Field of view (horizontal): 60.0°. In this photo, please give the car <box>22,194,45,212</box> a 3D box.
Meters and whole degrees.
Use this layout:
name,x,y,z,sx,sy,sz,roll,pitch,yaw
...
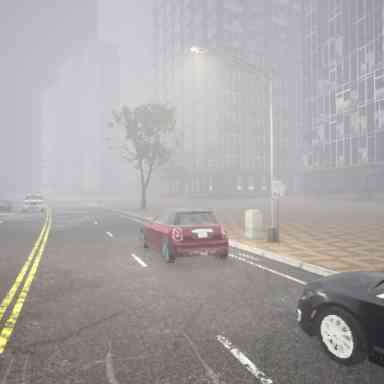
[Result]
name,x,y,z,sx,sy,sz,roll,pitch,yaw
car,-18.696,1.263,39.340,2.150,2.045,5.566,0,0,-24

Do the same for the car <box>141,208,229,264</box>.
name,x,y,z,sx,sy,sz,roll,pitch,yaw
car,-0.463,1.356,12.262,2.097,1.767,4.553,0,0,-22

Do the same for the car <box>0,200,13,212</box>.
name,x,y,z,sx,sy,sz,roll,pitch,yaw
car,-21.680,1.602,38.052,1.994,1.385,4.181,0,0,-24

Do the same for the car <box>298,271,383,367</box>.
name,x,y,z,sx,sy,sz,roll,pitch,yaw
car,3.470,1.506,3.610,1.837,1.490,4.892,0,0,-34
